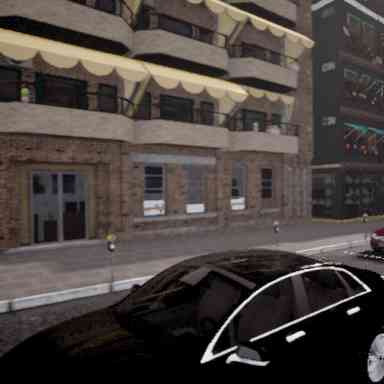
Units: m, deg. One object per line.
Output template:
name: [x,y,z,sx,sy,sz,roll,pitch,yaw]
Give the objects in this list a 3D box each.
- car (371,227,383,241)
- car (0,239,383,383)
car: [8.397,1.524,12.516,4.206,1.307,1.802,0,-1,-35]
car: [0.465,1.495,3.697,4.892,1.490,1.837,0,0,-35]
